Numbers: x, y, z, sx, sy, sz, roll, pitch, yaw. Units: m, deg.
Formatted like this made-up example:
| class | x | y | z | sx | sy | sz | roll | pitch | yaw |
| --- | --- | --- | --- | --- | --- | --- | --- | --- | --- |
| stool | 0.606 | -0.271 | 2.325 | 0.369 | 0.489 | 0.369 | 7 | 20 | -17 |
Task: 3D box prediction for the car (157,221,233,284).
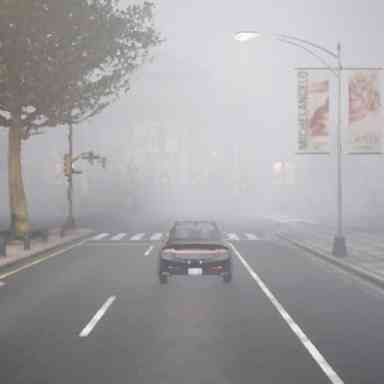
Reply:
| class | x | y | z | sx | sy | sz | roll | pitch | yaw |
| --- | --- | --- | --- | --- | --- | --- | --- | --- | --- |
| car | 0.089 | 1.592 | 9.871 | 2.128 | 1.511 | 4.902 | 0 | -1 | 0 |
